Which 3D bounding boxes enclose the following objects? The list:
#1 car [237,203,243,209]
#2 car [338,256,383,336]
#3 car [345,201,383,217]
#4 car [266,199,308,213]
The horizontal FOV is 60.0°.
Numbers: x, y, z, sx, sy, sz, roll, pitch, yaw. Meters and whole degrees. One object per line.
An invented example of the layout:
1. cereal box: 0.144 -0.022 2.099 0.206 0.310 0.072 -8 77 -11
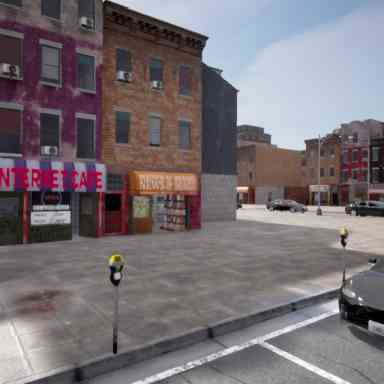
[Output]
1. car: 4.420 1.626 45.162 2.033 1.411 5.357 1 0 -36
2. car: 4.435 1.567 5.954 4.313 1.339 1.947 0 0 -35
3. car: 15.889 1.542 28.976 1.837 1.490 4.892 1 0 -35
4. car: 10.412 1.549 36.712 2.128 1.511 4.902 1 0 -35
